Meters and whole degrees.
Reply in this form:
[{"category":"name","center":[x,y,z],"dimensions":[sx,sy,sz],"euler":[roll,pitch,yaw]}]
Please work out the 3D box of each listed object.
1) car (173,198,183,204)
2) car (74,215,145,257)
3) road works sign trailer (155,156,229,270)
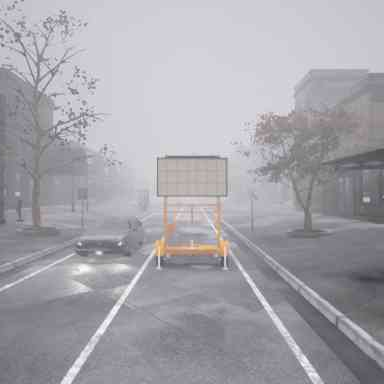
[{"category":"car","center":[-2.973,2.088,70.596],"dimensions":[1.837,1.490,4.892],"euler":[0,0,0]},{"category":"car","center":[-3.095,1.669,13.719],"dimensions":[2.033,1.411,5.357],"euler":[0,-1,0]},{"category":"road works sign trailer","center":[0.005,0.562,11.408],"dimensions":[2.380,3.560,2.880],"euler":[0,-1,0]}]
